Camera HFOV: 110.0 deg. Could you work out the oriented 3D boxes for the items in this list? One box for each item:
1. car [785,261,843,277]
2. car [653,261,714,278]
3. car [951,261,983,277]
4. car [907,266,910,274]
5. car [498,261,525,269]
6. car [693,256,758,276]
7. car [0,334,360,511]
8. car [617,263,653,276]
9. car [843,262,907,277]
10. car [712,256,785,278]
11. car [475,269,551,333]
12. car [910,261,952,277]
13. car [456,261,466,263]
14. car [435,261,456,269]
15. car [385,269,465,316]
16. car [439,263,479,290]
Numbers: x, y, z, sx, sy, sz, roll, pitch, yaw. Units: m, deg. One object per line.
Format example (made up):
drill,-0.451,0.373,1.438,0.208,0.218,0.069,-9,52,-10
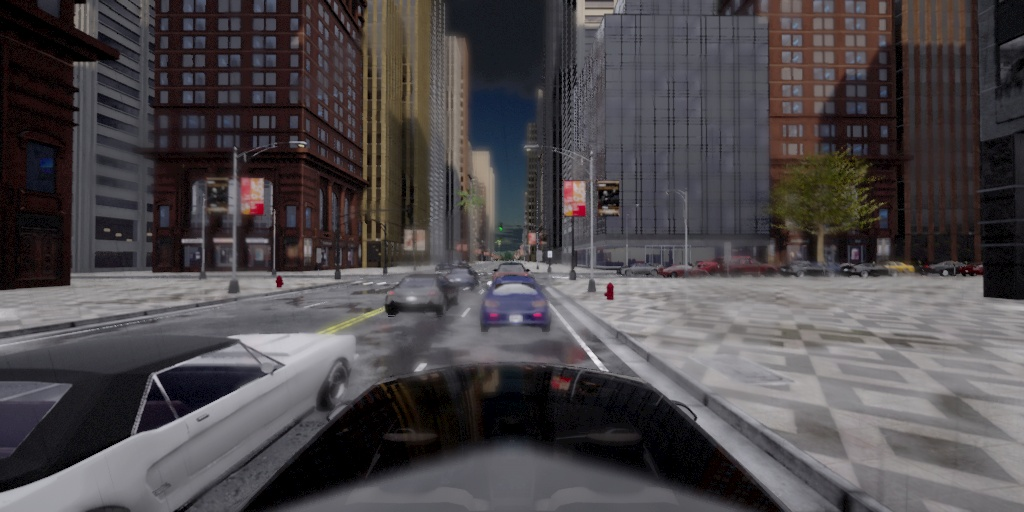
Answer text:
car,26.525,1.304,32.221,4.313,1.339,1.948,0,0,-1
car,15.249,1.355,32.021,4.207,1.307,1.802,0,0,-1
car,43.437,1.242,32.522,4.507,1.381,1.888,0,0,-1
car,43.122,1.332,41.042,4.829,1.417,1.751,0,0,-1
car,-0.013,1.161,21.159,2.097,1.767,4.553,0,0,0
car,22.507,1.045,37.930,5.566,2.045,2.150,0,-1,-1
car,-3.156,1.353,3.137,1.895,1.301,4.718,0,0,0
car,13.204,1.418,37.762,4.181,1.385,1.994,0,-1,-1
car,32.162,1.288,32.321,4.313,1.339,1.948,0,0,-1
car,20.888,1.069,32.121,5.009,1.841,2.192,0,0,-1
car,0.085,1.294,10.679,1.812,1.442,4.674,0,0,0
car,42.726,1.237,35.136,4.892,1.490,1.837,0,-1,-1
car,-9.954,1.602,62.970,2.128,1.511,4.902,0,0,0
car,-9.955,1.592,52.684,1.994,1.385,4.181,0,0,0
car,-3.181,1.341,13.453,1.994,1.385,4.181,0,0,1
car,-3.197,1.385,23.315,1.994,1.385,4.181,0,0,0
